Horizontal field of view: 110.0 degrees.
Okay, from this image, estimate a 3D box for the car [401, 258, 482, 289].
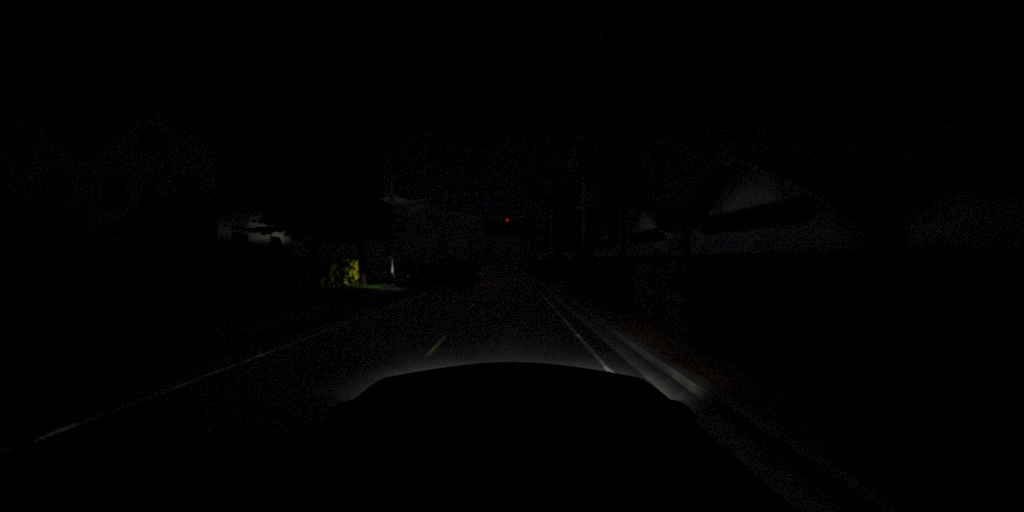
[{"bbox_3d":[-4.935,1.208,26.588,5.566,2.045,2.150,3,4,-32],"label":"car"}]
